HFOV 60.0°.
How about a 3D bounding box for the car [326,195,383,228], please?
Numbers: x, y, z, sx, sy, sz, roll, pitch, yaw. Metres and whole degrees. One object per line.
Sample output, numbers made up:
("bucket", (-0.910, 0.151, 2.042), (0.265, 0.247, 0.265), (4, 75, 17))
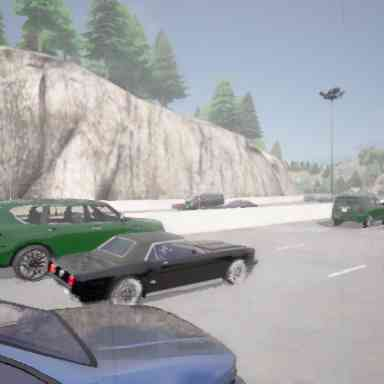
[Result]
("car", (11.366, 1.220, 22.281), (5.566, 2.045, 2.150), (0, 0, -42))

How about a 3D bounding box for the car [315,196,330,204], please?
("car", (26.444, 1.552, 67.074), (1.994, 1.385, 4.181), (0, 0, 33))

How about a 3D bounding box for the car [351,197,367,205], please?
("car", (30.456, 1.554, 60.503), (1.994, 1.385, 4.181), (0, 0, 35))

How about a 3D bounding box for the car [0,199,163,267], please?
("car", (-3.359, 1.225, 10.073), (5.566, 2.045, 2.150), (0, 0, -37))

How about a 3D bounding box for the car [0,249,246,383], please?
("car", (-2.103, 1.549, 2.312), (5.357, 1.411, 2.033), (0, 0, -36))

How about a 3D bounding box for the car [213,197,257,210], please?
("car", (3.951, 1.494, 30.019), (4.902, 1.511, 2.128), (0, 0, -43))

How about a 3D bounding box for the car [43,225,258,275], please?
("car", (-0.659, 1.602, 7.732), (4.718, 1.301, 1.895), (0, 0, -37))

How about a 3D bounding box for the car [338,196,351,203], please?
("car", (31.379, 1.550, 68.296), (1.994, 1.385, 4.181), (0, 0, 32))

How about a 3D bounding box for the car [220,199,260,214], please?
("car", (5.294, 1.529, 36.103), (4.674, 1.442, 1.812), (0, 0, -44))

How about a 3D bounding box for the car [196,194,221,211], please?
("car", (1.475, 1.229, 37.258), (5.566, 2.045, 2.150), (0, 0, -44))
